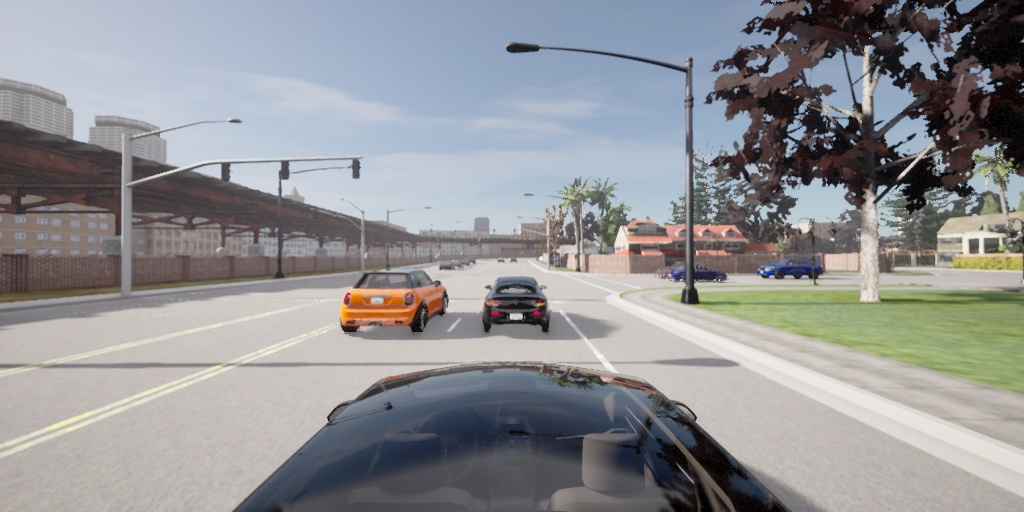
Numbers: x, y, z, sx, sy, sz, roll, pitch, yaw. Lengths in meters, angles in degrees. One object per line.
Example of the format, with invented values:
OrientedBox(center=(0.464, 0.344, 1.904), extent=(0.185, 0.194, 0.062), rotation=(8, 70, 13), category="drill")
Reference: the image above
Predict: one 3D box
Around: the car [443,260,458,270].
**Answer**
OrientedBox(center=(-10.332, 1.497, 57.200), extent=(1.882, 1.535, 5.008), rotation=(0, 0, 0), category="car")

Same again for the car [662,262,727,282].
OrientedBox(center=(15.853, 1.490, 30.782), extent=(4.674, 1.442, 1.812), rotation=(0, 0, -1), category="car")

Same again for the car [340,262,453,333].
OrientedBox(center=(-3.378, 1.170, 11.149), extent=(2.097, 1.767, 4.553), rotation=(0, -1, 0), category="car")

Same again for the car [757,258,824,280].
OrientedBox(center=(26.898, 1.216, 34.724), extent=(5.566, 2.045, 2.150), rotation=(0, 0, -2), category="car")

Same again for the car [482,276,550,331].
OrientedBox(center=(0.123, 1.345, 11.209), extent=(1.812, 1.442, 4.674), rotation=(0, 0, 1), category="car")

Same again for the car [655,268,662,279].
OrientedBox(center=(16.235, 1.345, 34.493), extent=(4.553, 1.767, 2.097), rotation=(0, 0, -1), category="car")
